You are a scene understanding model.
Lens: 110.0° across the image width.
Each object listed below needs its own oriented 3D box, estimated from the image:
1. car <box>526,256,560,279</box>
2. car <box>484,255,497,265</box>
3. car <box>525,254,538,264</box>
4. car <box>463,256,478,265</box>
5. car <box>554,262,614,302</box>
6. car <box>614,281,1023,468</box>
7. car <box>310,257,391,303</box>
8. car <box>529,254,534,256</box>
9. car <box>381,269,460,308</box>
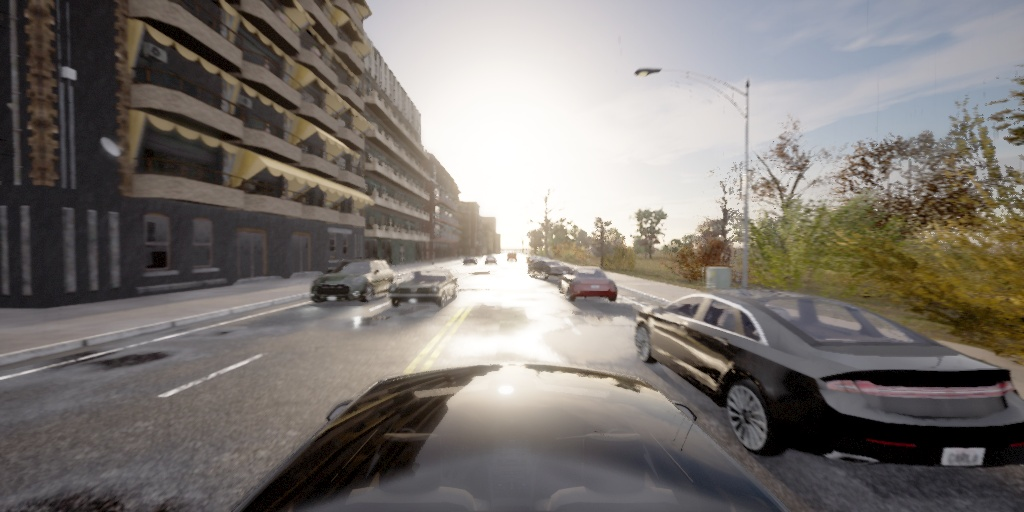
[{"bbox_3d":[2.831,0.991,27.810,2.033,1.411,5.357,0,1,-15],"label":"car"},{"bbox_3d":[-3.291,0.640,56.503,1.812,1.442,4.674,0,1,1],"label":"car"},{"bbox_3d":[3.250,0.527,60.195,1.801,1.575,5.366,0,1,0],"label":"car"},{"bbox_3d":[-6.539,0.714,56.494,1.895,1.301,4.718,0,1,1],"label":"car"},{"bbox_3d":[3.251,1.145,16.007,1.994,1.385,4.181,0,1,0],"label":"car"},{"bbox_3d":[3.251,1.203,5.007,2.128,1.511,4.902,0,1,0],"label":"car"},{"bbox_3d":[-6.594,0.940,15.389,2.097,1.767,4.553,0,1,0],"label":"car"},{"bbox_3d":[3.250,0.828,38.036,2.163,1.488,4.792,0,1,0],"label":"car"},{"bbox_3d":[-3.347,1.201,14.385,1.895,1.301,4.718,0,1,0],"label":"car"}]
